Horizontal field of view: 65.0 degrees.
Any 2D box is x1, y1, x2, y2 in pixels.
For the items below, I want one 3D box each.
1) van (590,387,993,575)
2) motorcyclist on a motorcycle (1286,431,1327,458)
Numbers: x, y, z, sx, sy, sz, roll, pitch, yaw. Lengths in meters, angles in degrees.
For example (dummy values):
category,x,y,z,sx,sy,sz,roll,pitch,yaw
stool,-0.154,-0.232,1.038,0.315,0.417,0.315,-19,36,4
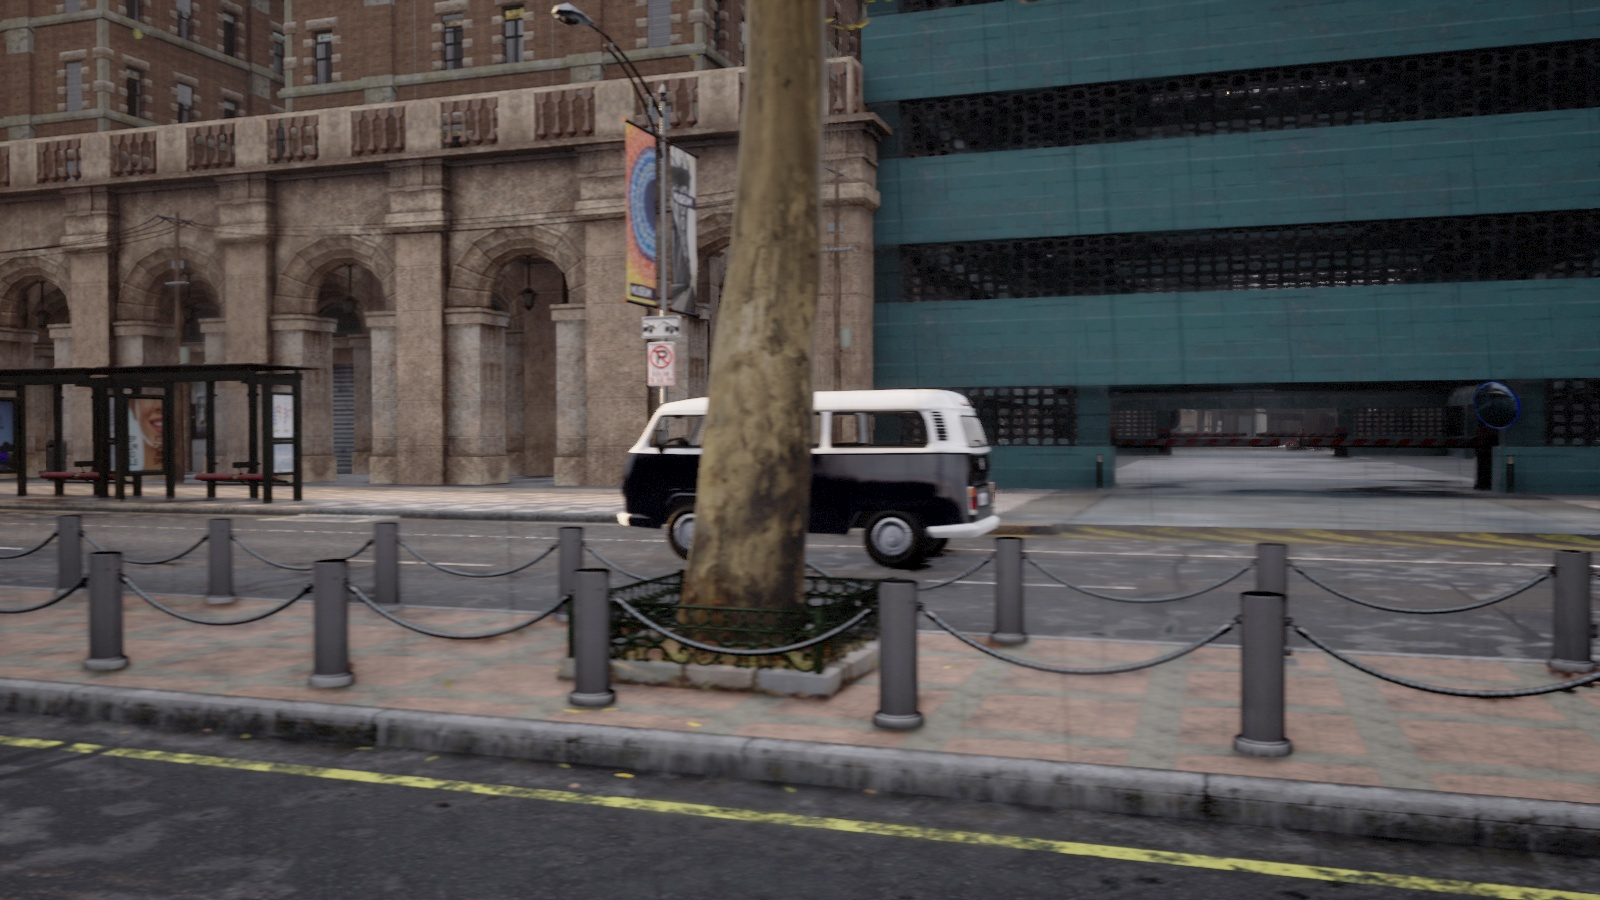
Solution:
category,x,y,z,sx,sy,sz,roll,pitch,yaw
van,-0.063,0.304,15.342,4.480,2.038,2.069,1,1,19
motorcyclist on a motorcycle,31.938,-0.372,79.234,2.350,1.649,0.766,1,1,18
